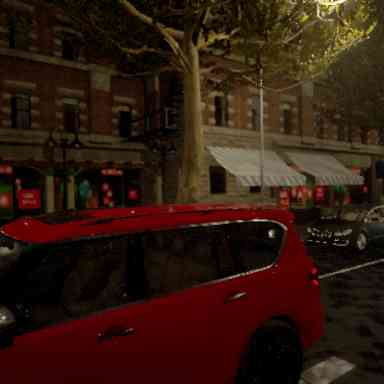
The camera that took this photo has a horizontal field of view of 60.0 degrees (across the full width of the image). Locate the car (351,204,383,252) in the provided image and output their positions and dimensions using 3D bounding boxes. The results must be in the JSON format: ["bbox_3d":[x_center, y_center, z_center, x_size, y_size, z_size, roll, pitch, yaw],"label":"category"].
[{"bbox_3d":[6.385,1.233,12.748,4.892,1.521,2.231,-1,1,-35],"label":"car"}]

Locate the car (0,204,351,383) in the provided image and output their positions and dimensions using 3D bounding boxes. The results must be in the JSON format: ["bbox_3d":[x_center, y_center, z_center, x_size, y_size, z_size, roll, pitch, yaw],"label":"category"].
[{"bbox_3d":[-1.042,1.204,3.252,5.566,2.045,2.150,-1,1,-35],"label":"car"}]
